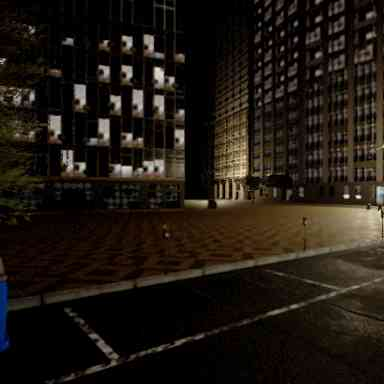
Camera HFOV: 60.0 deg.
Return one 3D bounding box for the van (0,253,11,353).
[{"bbox_3d":[-4.169,1.342,3.583,3.998,1.788,1.690,0,0,-35],"label":"van"}]
